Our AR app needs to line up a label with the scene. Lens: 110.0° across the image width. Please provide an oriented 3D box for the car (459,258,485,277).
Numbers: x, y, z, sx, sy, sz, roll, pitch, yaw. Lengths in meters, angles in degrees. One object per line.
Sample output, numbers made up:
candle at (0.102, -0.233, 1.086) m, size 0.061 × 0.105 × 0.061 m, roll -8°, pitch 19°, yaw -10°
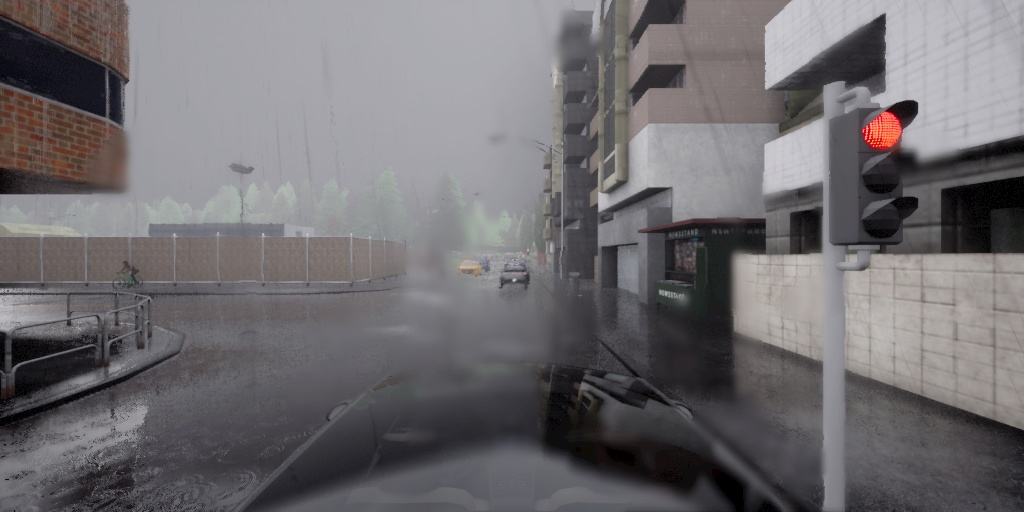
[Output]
car at (-4.105, 1.228, 35.815) m, size 1.882 × 1.535 × 5.008 m, roll 0°, pitch 0°, yaw 0°

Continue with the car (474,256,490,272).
car at (-4.072, 0.971, 46.517) m, size 2.150 × 2.045 × 5.566 m, roll 0°, pitch 0°, yaw 0°

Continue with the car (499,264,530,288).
car at (0.171, 1.241, 23.789) m, size 2.128 × 1.511 × 4.902 m, roll 0°, pitch 0°, yaw 1°

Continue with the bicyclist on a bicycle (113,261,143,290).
bicyclist on a bicycle at (-22.177, 1.099, 20.723) m, size 0.582 × 1.620 × 1.656 m, roll 0°, pitch 0°, yaw 0°
